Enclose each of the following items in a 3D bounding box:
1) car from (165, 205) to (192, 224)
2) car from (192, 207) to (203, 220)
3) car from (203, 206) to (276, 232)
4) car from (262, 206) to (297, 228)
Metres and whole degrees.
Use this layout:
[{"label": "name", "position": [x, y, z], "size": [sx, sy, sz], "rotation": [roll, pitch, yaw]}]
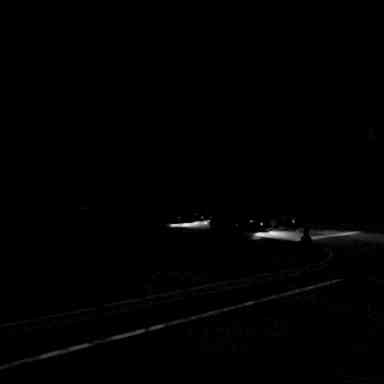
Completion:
[{"label": "car", "position": [-2.335, 1.930, 28.488], "size": [1.994, 1.385, 4.181], "rotation": [1, -1, -41]}, {"label": "car", "position": [-0.833, 1.981, 32.104], "size": [2.033, 1.411, 5.357], "rotation": [1, -2, -42]}, {"label": "car", "position": [3.050, 1.816, 22.036], "size": [1.994, 1.385, 4.181], "rotation": [1, -1, -39]}, {"label": "car", "position": [5.411, 1.788, 24.683], "size": [2.128, 1.511, 4.902], "rotation": [1, -1, -39]}]
